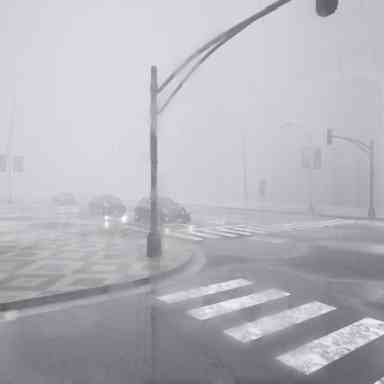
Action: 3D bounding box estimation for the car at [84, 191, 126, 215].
[{"bbox_3d":[-7.588,0.978,29.551,2.097,1.767,4.553,0,1,-36],"label":"car"}]

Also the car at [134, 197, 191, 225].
[{"bbox_3d":[-2.007,1.113,21.783,2.097,1.767,4.553,0,1,-35],"label":"car"}]

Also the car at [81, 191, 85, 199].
[{"bbox_3d":[-21.705,0.520,66.168,1.882,1.535,5.008,0,1,-36],"label":"car"}]

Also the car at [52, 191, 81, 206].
[{"bbox_3d":[-15.606,0.780,40.707,2.097,1.767,4.553,0,1,-35],"label":"car"}]
